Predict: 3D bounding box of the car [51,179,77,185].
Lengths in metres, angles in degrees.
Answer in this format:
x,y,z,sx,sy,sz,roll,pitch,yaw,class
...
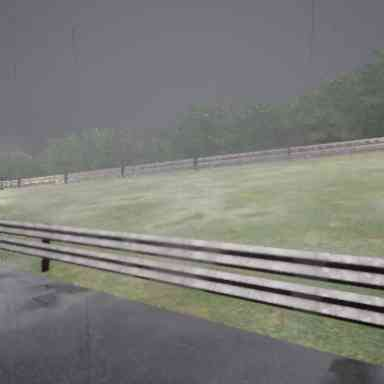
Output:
x,y,z,sx,sy,sz,roll,pitch,yaw,class
-21.251,-1.526,55.177,4.674,1.442,1.812,-4,-2,27,car
